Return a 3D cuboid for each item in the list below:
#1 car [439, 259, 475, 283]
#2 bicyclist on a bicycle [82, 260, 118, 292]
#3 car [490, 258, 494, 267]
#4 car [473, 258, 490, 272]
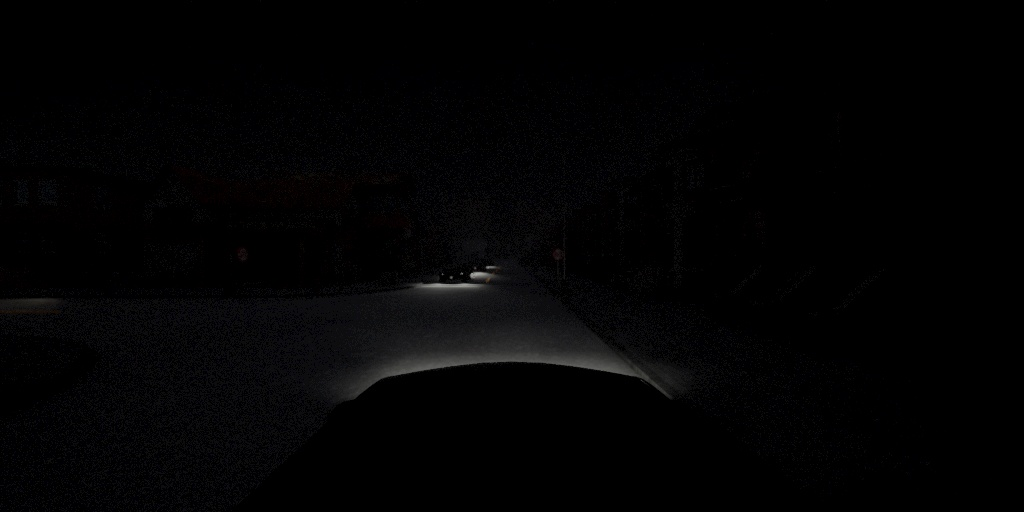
[{"bbox_3d":[-4.141,1.186,26.829,1.812,1.442,4.674,0,0,0],"label":"car"},{"bbox_3d":[-21.605,1.038,18.839,0.582,1.620,1.656,0,0,0],"label":"bicyclist on a bicycle"},{"bbox_3d":[-4.081,1.103,61.564,1.994,1.385,4.181,0,0,0],"label":"car"},{"bbox_3d":[-4.147,1.095,42.830,2.128,1.511,4.902,0,0,0],"label":"car"}]
